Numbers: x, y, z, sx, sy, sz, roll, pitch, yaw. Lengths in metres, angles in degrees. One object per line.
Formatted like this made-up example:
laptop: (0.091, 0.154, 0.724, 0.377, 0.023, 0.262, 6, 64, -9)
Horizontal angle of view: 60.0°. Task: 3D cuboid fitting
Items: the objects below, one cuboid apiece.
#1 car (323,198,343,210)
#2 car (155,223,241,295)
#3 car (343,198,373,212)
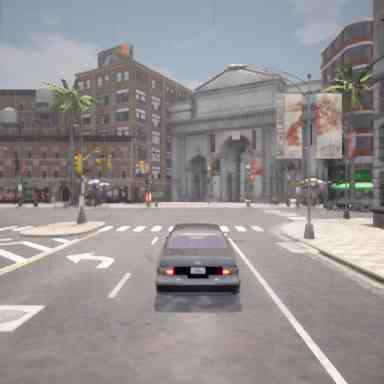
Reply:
car: (18.719, 1.493, 41.102, 4.892, 1.490, 1.837, 0, 0, 1)
car: (0.118, 1.545, 8.840, 2.033, 1.411, 5.357, 0, 0, 0)
car: (20.305, 1.481, 37.580, 4.902, 1.511, 2.128, 0, 0, 1)
